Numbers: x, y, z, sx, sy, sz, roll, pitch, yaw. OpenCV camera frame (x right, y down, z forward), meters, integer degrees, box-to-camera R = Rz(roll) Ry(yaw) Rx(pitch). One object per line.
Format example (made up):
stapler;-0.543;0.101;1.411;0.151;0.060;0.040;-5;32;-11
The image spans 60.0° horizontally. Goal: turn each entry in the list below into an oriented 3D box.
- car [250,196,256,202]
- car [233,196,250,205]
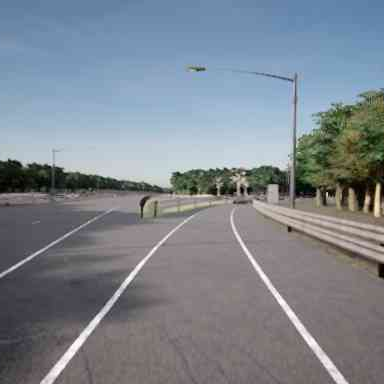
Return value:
car;13.157;1.619;73.497;2.033;1.411;5.357;1;0;28
car;9.305;1.690;64.529;1.994;1.385;4.181;1;0;22
